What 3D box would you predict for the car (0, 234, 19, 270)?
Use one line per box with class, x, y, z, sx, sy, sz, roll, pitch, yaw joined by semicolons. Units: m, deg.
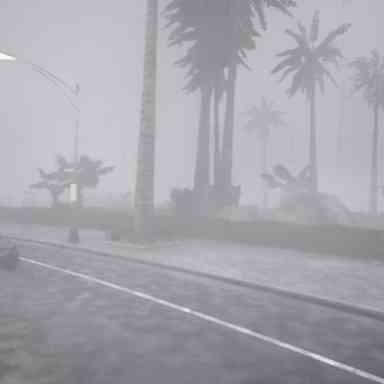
car;-7.209;1.676;10.466;4.181;1.385;1.994;0;-2;39
